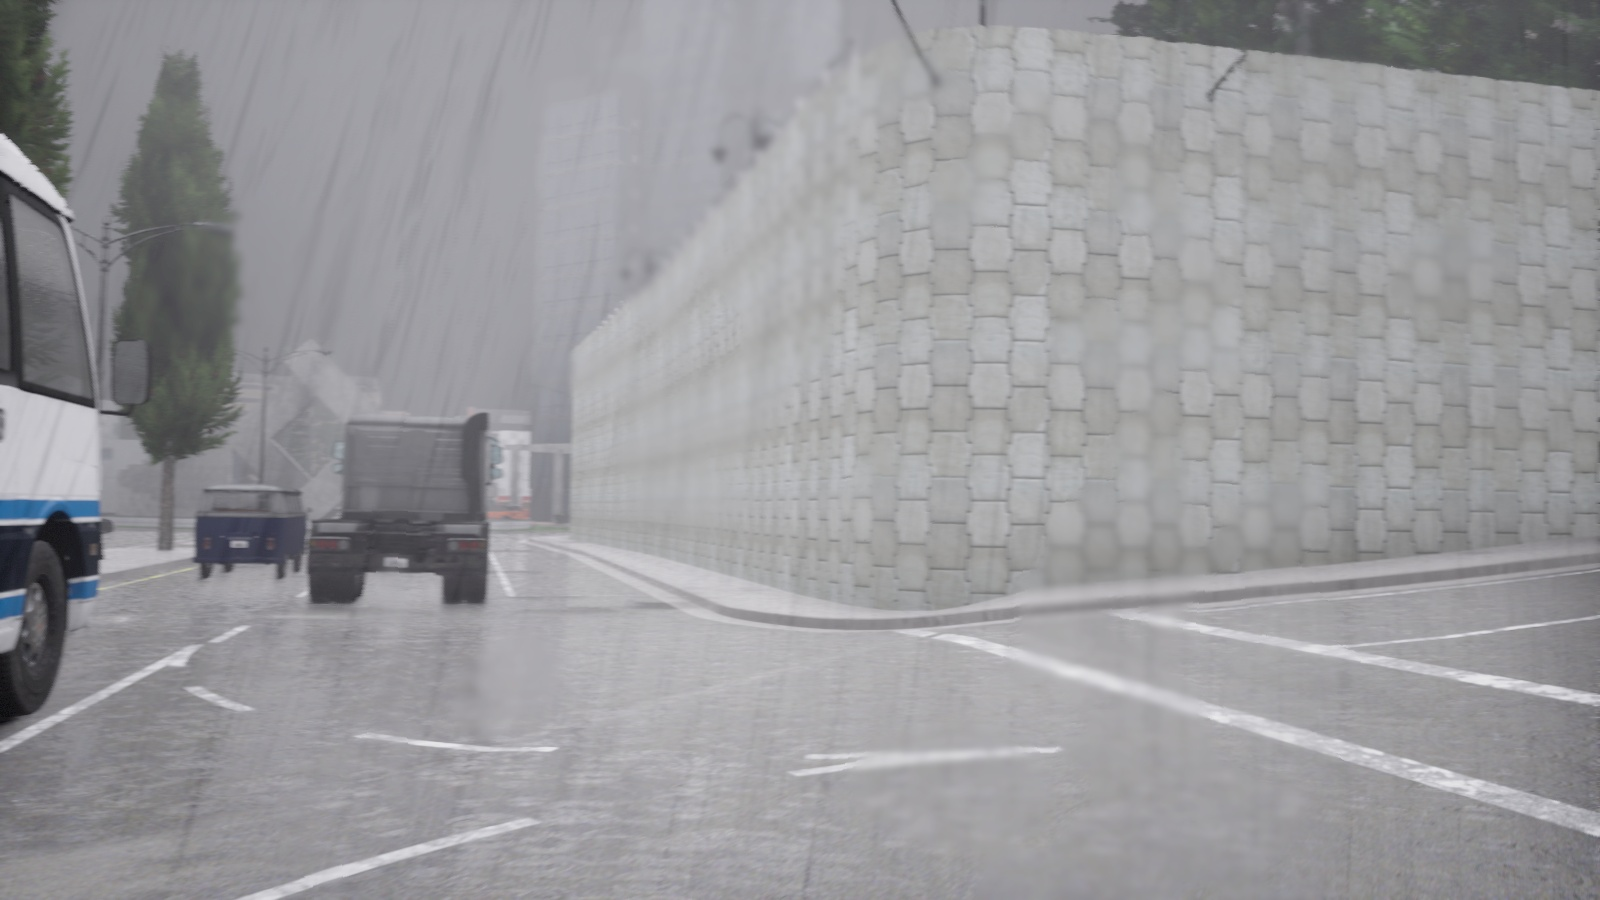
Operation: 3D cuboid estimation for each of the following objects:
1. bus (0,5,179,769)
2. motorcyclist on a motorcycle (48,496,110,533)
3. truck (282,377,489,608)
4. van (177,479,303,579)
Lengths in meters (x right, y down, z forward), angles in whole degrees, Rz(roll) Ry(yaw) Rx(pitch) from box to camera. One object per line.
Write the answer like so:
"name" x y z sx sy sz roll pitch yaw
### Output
"bus" -6.173 -0.391 5.735 3.944 4.253 10.273 1 -3 -15
"motorcyclist on a motorcycle" -32.794 2.928 57.115 2.350 1.649 0.766 1 -3 4
"truck" -7.314 0.835 23.015 2.891 3.462 7.936 2 -3 -15
"van" -12.072 1.688 27.327 1.775 1.987 4.442 2 -3 -15
